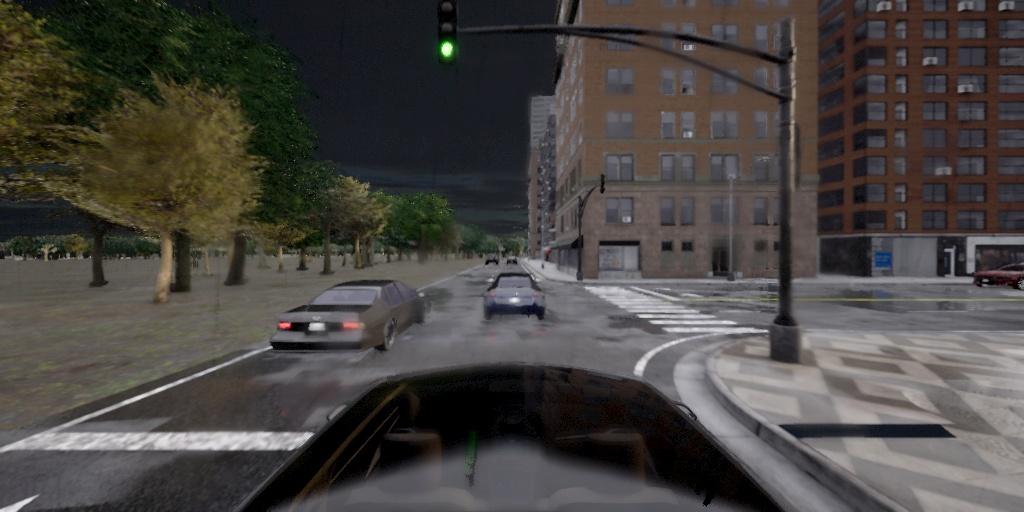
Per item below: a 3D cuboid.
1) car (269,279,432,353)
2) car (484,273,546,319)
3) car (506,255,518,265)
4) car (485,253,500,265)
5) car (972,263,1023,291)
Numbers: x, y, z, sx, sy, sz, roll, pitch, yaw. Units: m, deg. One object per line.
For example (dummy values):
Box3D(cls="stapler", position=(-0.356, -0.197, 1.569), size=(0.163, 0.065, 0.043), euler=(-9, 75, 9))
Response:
Box3D(cls="car", position=(-3.421, 1.280, 8.829), size=(2.033, 1.411, 5.357), euler=(0, 0, 0))
Box3D(cls="car", position=(0.090, 1.276, 12.683), size=(1.994, 1.385, 4.181), euler=(0, 0, 0))
Box3D(cls="car", position=(0.003, 0.792, 63.124), size=(1.882, 1.535, 5.008), euler=(0, 1, 0))
Box3D(cls="car", position=(-3.498, 0.536, 63.150), size=(2.150, 2.045, 5.566), euler=(0, 1, 0))
Box3D(cls="car", position=(29.950, 1.151, 20.768), size=(5.008, 1.535, 1.882), euler=(0, 0, 0))
